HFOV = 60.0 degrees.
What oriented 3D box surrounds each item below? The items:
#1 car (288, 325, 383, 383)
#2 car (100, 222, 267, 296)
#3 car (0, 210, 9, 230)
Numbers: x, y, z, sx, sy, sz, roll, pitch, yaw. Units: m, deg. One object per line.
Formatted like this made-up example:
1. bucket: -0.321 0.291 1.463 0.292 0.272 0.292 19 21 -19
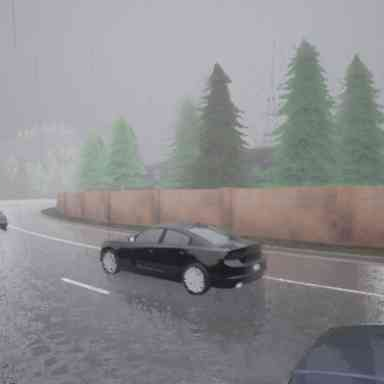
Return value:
1. car: 3.234 1.545 1.741 5.357 1.411 2.033 -1 -1 35
2. car: -0.474 1.553 8.989 5.008 1.535 1.882 -1 0 39
3. car: -13.752 1.804 22.429 2.033 1.411 5.357 0 -1 -38
